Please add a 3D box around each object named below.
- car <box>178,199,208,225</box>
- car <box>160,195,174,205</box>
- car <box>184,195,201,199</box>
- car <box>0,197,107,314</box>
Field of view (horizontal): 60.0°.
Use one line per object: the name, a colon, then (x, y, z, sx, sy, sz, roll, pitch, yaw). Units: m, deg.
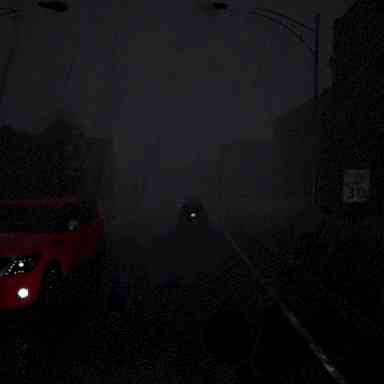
car: (0.077, 1.383, 22.697, 1.994, 1.385, 4.181, 0, 0, 0)
car: (-3.606, 1.086, 49.292, 2.033, 1.411, 5.357, 0, 1, 1)
car: (0.059, 1.134, 40.271, 1.882, 1.535, 5.008, 0, 1, 0)
car: (-3.606, 1.159, 7.837, 2.150, 2.045, 5.566, 0, 0, 0)
